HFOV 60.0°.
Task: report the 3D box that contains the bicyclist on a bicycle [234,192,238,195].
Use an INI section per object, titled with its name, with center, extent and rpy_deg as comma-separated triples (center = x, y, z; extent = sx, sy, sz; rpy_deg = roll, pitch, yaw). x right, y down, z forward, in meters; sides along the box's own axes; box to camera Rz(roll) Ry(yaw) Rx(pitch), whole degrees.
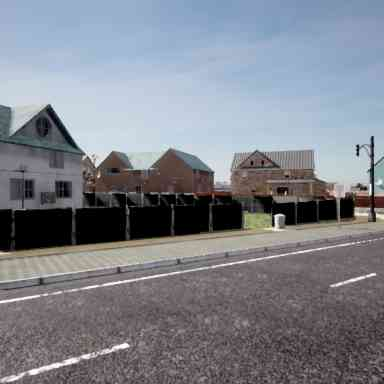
[bicyclist on a bicycle]
center = 5.196, 0.794, 39.574
extent = 0.582, 1.620, 1.656
rpy_deg = 1, 1, 19
